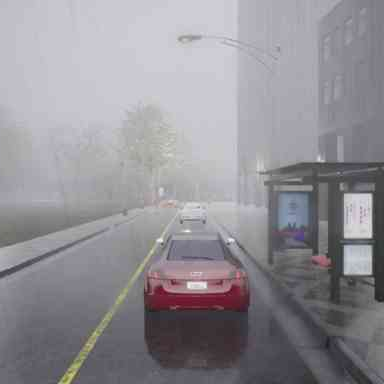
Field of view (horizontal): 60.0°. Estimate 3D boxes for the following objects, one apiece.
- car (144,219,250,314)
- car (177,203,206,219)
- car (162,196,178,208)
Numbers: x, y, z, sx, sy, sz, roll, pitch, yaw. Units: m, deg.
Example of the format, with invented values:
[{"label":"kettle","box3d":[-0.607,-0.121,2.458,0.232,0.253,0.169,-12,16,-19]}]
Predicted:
[{"label":"car","box3d":[0.086,1.572,7.704,1.994,1.385,4.181,0,0,0]},{"label":"car","box3d":[0.055,1.563,25.036,1.812,1.442,4.674,0,0,0]},{"label":"car","box3d":[-3.135,1.412,48.946,2.097,1.767,4.553,0,0,0]}]
